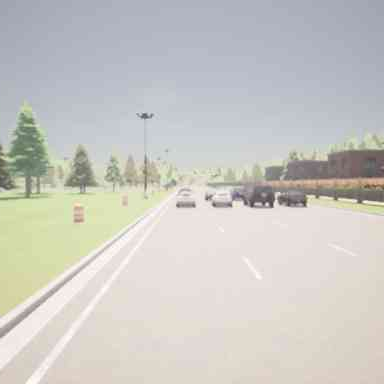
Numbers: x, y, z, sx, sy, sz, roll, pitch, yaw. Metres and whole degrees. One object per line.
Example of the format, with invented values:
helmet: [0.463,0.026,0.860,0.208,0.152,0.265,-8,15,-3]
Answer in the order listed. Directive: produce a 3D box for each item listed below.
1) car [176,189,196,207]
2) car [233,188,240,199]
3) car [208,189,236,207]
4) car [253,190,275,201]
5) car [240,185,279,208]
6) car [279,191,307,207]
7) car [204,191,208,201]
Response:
car: [-0.569,0.694,32.943,1.812,1.442,4.674,0,2,-1]
car: [6.169,0.204,44.562,2.097,1.767,4.553,0,1,-1]
car: [2.928,0.678,33.100,1.812,1.442,4.674,0,2,0]
car: [9.667,0.402,44.731,1.994,1.385,4.181,0,2,-1]
car: [6.437,0.378,32.466,2.150,2.045,5.566,0,1,-1]
car: [9.927,0.620,33.165,2.128,1.511,4.902,0,1,-1]
car: [2.668,0.466,44.549,1.895,1.301,4.718,0,1,-1]
